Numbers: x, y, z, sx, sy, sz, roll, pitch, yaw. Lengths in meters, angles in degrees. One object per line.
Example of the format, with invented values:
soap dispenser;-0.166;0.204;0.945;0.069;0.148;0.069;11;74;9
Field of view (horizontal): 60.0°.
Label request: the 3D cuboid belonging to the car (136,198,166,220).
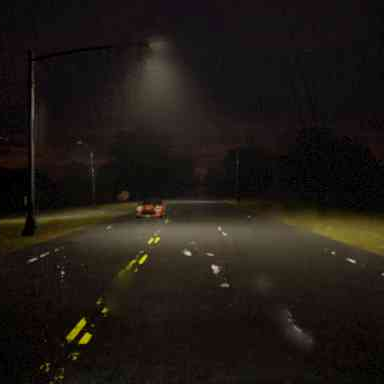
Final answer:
car;-3.443;1.332;28.589;2.097;1.767;4.553;0;0;1
